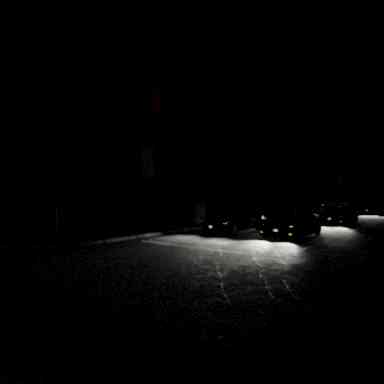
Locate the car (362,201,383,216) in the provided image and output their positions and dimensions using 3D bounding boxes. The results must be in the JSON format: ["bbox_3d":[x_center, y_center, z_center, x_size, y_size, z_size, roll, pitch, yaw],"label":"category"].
[{"bbox_3d":[17.771,1.560,33.088,1.994,1.385,4.181,-1,0,38],"label":"car"}]

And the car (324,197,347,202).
[{"bbox_3d":[15.458,1.374,35.841,2.097,1.767,4.553,-1,0,38],"label":"car"}]

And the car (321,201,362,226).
[{"bbox_3d":[10.357,1.602,23.654,1.994,1.385,4.181,-1,0,39],"label":"car"}]

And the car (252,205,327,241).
[{"bbox_3d":[5.140,1.612,17.130,1.994,1.385,4.181,-1,0,39],"label":"car"}]

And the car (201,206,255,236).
[{"bbox_3d":[2.481,1.582,19.409,1.837,1.490,4.892,-1,0,39],"label":"car"}]
